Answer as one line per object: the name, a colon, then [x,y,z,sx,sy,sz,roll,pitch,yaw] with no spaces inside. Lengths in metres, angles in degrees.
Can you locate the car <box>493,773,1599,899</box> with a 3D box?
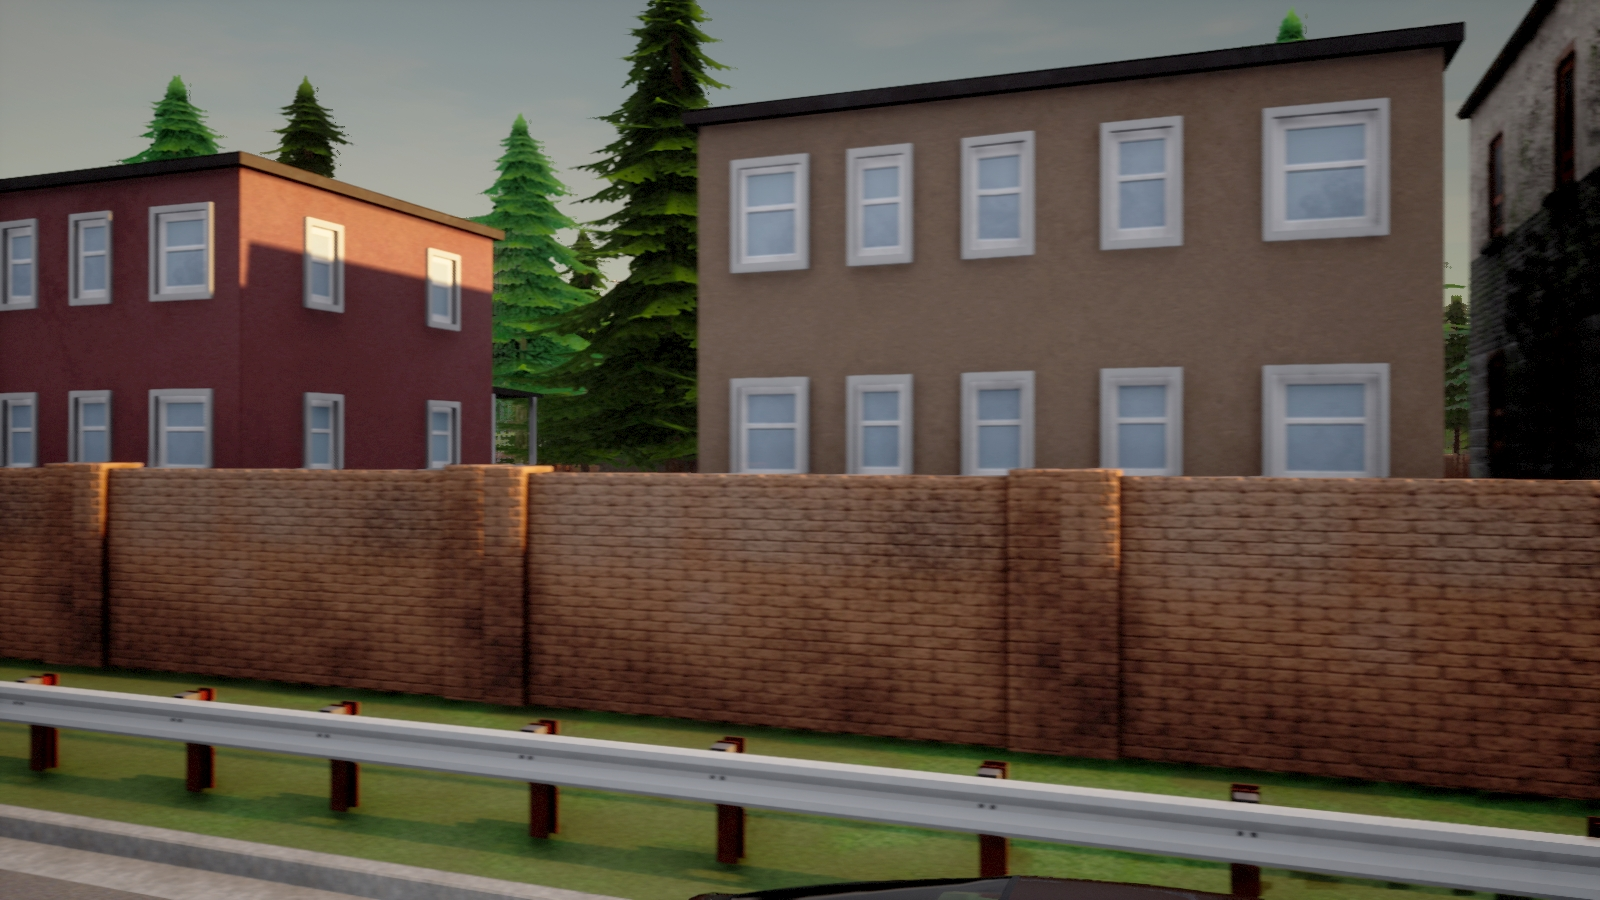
car: [1.370,2.040,2.801,4.514,1.525,2.007,0,0,20]
